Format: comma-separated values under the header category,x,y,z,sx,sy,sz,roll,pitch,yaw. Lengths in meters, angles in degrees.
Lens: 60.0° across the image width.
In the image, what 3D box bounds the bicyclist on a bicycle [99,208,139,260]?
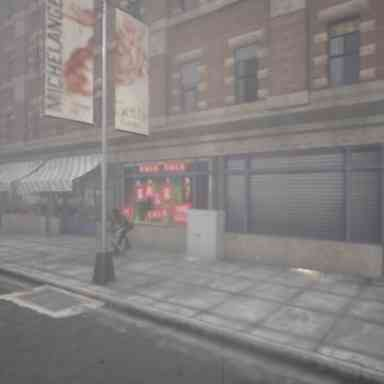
category,x,y,z,sx,sy,sz,roll,pitch,yaw
bicyclist on a bicycle,-2.202,1.314,10.112,0.582,1.620,1.656,0,0,36
